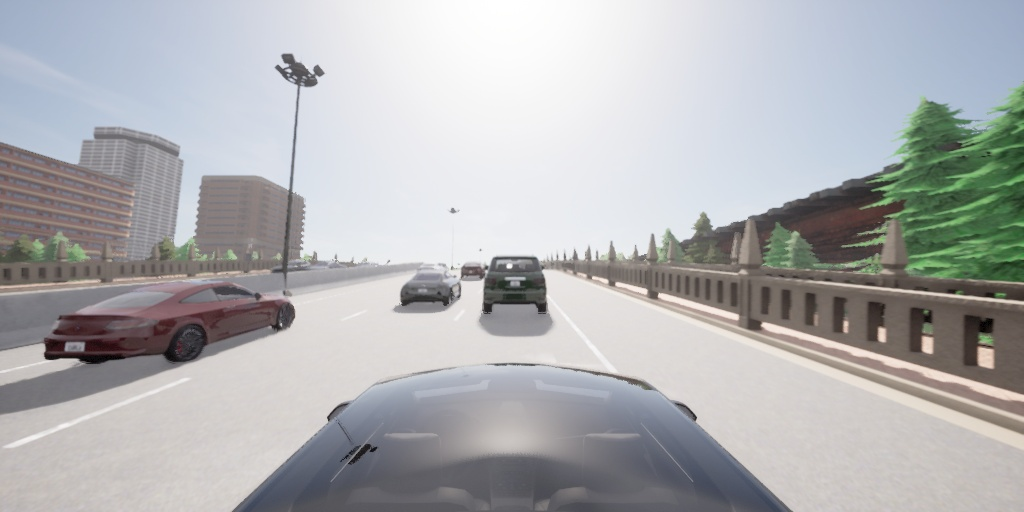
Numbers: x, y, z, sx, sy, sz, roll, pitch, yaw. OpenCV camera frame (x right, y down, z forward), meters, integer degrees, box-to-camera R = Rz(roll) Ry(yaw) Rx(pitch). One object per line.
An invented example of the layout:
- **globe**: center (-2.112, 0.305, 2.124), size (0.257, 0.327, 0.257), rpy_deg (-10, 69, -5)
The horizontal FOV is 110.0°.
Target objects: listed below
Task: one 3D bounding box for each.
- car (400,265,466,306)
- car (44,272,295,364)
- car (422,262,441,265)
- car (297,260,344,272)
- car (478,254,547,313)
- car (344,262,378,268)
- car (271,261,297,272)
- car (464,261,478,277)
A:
- **car**: center (-3.399, 1.285, 15.670), size (1.994, 1.385, 4.181), rpy_deg (0, 0, 0)
- **car**: center (-6.900, 1.263, 7.962), size (1.812, 1.442, 4.674), rpy_deg (0, 0, 0)
- **car**: center (-6.898, 1.216, 31.015), size (1.812, 1.442, 4.674), rpy_deg (0, 0, 0)
- **car**: center (-17.593, 1.232, 34.010), size (2.033, 1.411, 5.357), rpy_deg (0, 0, 0)
- **car**: center (0.101, 0.947, 13.888), size (2.150, 2.045, 5.566), rpy_deg (0, 0, 0)
- **car**: center (-14.089, 1.247, 34.702), size (1.994, 1.385, 4.181), rpy_deg (0, 0, 0)
- **car**: center (-21.089, 1.188, 34.631), size (1.837, 1.490, 4.892), rpy_deg (0, 0, 0)
- **car**: center (-3.397, 1.165, 32.044), size (1.882, 1.535, 5.008), rpy_deg (0, 0, 0)
